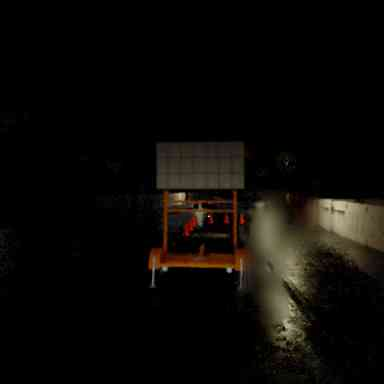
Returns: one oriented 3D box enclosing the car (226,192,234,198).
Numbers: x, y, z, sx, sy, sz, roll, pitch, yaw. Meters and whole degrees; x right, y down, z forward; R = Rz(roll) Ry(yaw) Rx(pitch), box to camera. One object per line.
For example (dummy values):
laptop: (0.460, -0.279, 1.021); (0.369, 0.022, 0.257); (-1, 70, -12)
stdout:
car: (8.748, 0.674, 77.070); (2.033, 1.411, 5.357); (0, 0, 4)

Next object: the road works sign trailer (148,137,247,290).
road works sign trailer: (0.228, 0.364, 8.838); (2.380, 3.560, 2.880); (0, 1, 5)

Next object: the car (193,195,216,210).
car: (1.453, 1.110, 36.464); (1.882, 1.535, 5.008); (0, 1, 13)
